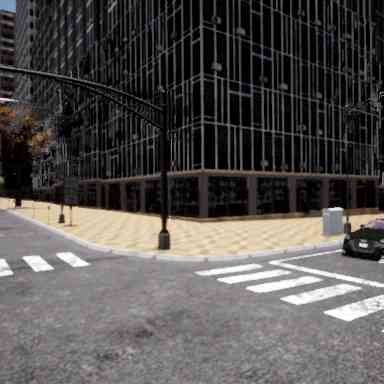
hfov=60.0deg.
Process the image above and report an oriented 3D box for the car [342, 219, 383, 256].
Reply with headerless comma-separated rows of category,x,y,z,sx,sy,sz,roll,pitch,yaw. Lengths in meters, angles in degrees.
car,7.857,1.774,13.256,4.181,1.385,1.994,1,-1,-35
